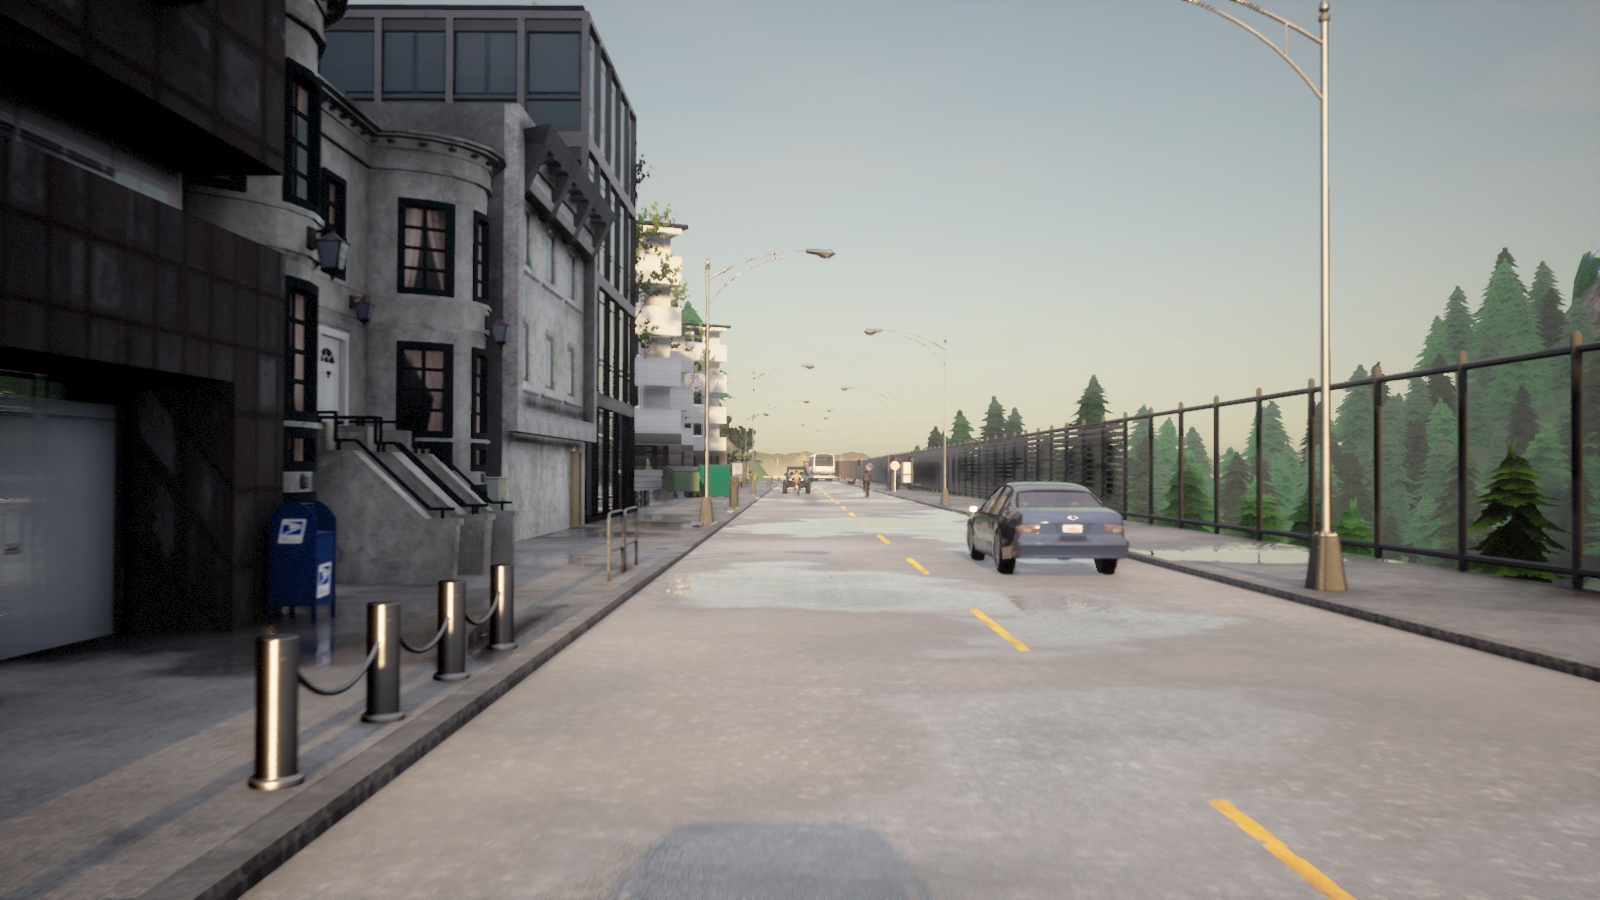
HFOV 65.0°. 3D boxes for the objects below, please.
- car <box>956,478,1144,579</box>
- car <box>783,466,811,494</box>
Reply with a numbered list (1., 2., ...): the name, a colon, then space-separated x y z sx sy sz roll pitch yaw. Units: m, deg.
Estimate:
1. car: 3.945 1.195 20.834 2.033 1.411 5.357 0 -1 0
2. car: -0.222 2.056 86.280 1.905 1.878 3.866 0 -1 0
